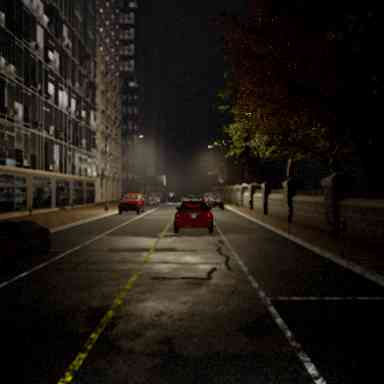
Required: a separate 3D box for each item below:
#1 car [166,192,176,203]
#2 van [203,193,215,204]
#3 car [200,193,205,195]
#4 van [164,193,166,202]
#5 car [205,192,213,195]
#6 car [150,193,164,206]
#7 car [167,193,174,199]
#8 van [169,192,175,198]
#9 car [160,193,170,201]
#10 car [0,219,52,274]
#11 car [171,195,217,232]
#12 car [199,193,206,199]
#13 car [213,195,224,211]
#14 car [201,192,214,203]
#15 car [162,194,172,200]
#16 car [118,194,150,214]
[{"bbox_3d":[-2.967,1.248,59.002,1.994,1.385,4.181,0,0,0],"label":"car"},{"bbox_3d":[2.728,1.046,54.553,1.690,1.788,3.998,0,0,0],"label":"van"},{"bbox_3d":[0.118,1.147,39.051,2.097,1.767,4.553,0,0,0],"label":"car"},{"bbox_3d":[-5.797,1.048,54.824,1.690,1.788,3.998,0,0,0],"label":"van"},{"bbox_3d":[2.724,1.178,48.995,1.967,1.590,4.097,0,0,0],"label":"car"},{"bbox_3d":[-5.802,1.291,49.264,2.008,1.369,4.403,0,0,0],"label":"car"},{"bbox_3d":[-5.643,1.010,88.017,1.752,1.417,4.829,0,0,0],"label":"car"},{"bbox_3d":[-5.629,0.785,93.745,1.690,1.788,3.998,0,0,0],"label":"van"},{"bbox_3d":[-5.788,1.040,71.507,1.967,1.590,4.097,0,0,0],"label":"car"},{"bbox_3d":[-5.825,1.531,10.344,1.802,1.307,4.206,0,0,0],"label":"car"},{"bbox_3d":[0.100,1.250,19.289,2.097,1.767,4.553,0,0,0],"label":"car"},{"bbox_3d":[2.746,1.064,87.916,1.802,1.307,4.206,0,0,0],"label":"car"},{"bbox_3d":[2.717,1.351,37.875,2.008,1.369,4.403,0,0,0],"label":"car"},{"bbox_3d":[2.731,0.985,60.113,2.192,1.841,5.009,0,0,0],"label":"car"},{"bbox_3d":[-5.786,1.128,77.067,1.947,1.339,4.313,0,0,0],"label":"car"},{"bbox_3d":[-5.810,1.147,32.582,2.192,1.841,5.009,0,0,0],"label":"car"}]
